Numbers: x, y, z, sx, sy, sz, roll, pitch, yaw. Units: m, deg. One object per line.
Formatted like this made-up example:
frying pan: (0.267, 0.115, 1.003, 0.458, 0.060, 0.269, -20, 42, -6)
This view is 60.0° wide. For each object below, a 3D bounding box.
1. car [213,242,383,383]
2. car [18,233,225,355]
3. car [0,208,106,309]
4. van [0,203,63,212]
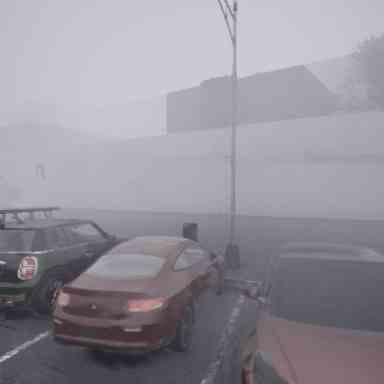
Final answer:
car: (1.853, 1.525, 4.446, 2.163, 1.488, 4.792, 0, -1, 16)
car: (-0.591, 1.556, 6.217, 2.002, 1.452, 4.674, 0, -1, 16)
car: (-3.024, 1.410, 7.927, 2.185, 1.767, 4.553, 0, -1, 15)
van: (-5.413, 1.332, 9.805, 1.878, 1.987, 4.442, 0, -1, 16)
